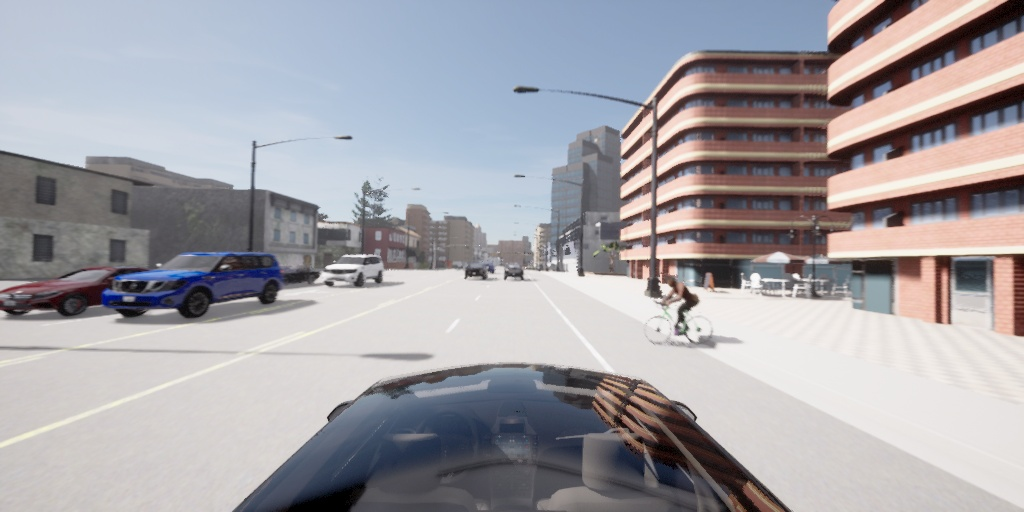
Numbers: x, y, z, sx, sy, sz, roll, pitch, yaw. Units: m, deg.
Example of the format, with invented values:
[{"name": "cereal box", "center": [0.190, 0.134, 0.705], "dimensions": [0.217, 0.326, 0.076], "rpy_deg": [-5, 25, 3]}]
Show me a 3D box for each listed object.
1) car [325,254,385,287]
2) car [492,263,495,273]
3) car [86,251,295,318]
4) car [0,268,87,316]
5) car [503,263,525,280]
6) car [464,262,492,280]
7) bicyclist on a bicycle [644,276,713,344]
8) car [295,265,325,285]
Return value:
[{"name": "car", "center": [-10.483, 0.913, 24.220], "dimensions": [2.150, 2.045, 5.566], "rpy_deg": [1, 0, 1]}, {"name": "car", "center": [-3.261, 1.517, 48.167], "dimensions": [1.882, 1.535, 5.008], "rpy_deg": [1, -1, 1]}, {"name": "car", "center": [-10.532, 0.849, 12.639], "dimensions": [2.150, 2.045, 5.566], "rpy_deg": [1, 0, 0]}, {"name": "car", "center": [-14.037, 1.079, 12.362], "dimensions": [1.812, 1.442, 4.674], "rpy_deg": [1, 0, 0]}, {"name": "car", "center": [0.200, 1.458, 34.137], "dimensions": [2.128, 1.511, 4.902], "rpy_deg": [1, 0, 1]}, {"name": "car", "center": [-3.304, 1.371, 33.963], "dimensions": [1.882, 1.535, 5.008], "rpy_deg": [1, 0, 1]}, {"name": "bicyclist on a bicycle", "center": [3.944, 1.293, 8.512], "dimensions": [1.656, 1.620, 0.582], "rpy_deg": [0, 0, 0]}, {"name": "car", "center": [-13.999, 1.210, 22.235], "dimensions": [1.895, 1.301, 4.718], "rpy_deg": [1, 0, 0]}]
